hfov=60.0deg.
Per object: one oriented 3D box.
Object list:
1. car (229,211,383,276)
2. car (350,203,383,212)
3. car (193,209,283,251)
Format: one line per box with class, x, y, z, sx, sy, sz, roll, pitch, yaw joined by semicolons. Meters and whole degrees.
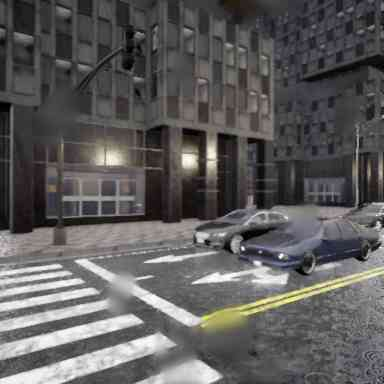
car;3.916;1.510;10.469;5.357;1.411;2.033;0;0;-36
car;10.524;1.419;19.165;4.892;1.490;1.837;0;0;-35
car;2.275;1.453;13.299;4.902;1.511;2.128;0;0;-36
